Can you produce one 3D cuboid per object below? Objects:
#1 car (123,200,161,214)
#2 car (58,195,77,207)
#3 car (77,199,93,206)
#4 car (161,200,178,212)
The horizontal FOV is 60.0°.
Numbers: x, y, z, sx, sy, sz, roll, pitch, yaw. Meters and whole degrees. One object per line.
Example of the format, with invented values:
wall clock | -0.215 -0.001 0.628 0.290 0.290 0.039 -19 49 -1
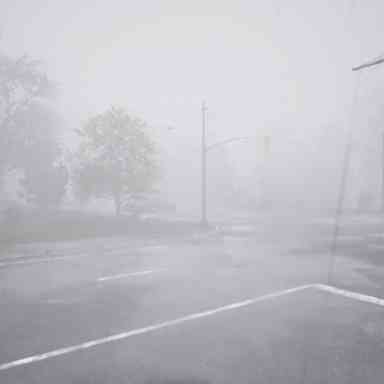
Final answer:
car | -5.398 1.525 34.131 1.994 1.385 4.181 -1 0 -38
car | -20.889 1.279 53.486 2.150 2.045 5.566 -1 0 -39
car | -18.284 1.536 55.836 1.837 1.490 4.892 -1 -1 -38
car | -3.586 1.538 37.482 1.895 1.301 4.718 -1 0 -39
